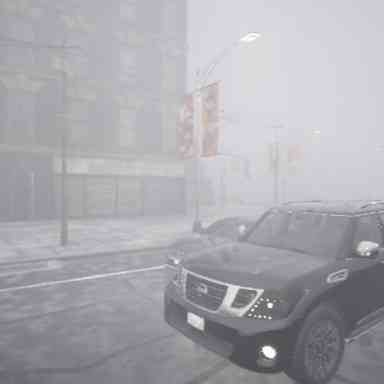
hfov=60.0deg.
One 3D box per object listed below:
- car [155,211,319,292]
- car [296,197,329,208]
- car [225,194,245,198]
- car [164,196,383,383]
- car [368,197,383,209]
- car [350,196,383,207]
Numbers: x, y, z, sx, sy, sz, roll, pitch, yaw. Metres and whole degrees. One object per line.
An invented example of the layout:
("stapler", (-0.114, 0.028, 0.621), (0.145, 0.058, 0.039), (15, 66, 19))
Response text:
("car", (1.505, 1.442, 9.591), (4.892, 1.490, 1.837), (0, 1, -40))
("car", (15.775, 1.355, 43.954), (1.895, 1.301, 4.718), (0, 0, -12))
("car", (7.362, 1.114, 56.599), (1.882, 1.535, 5.008), (0, 0, -30))
("car", (2.237, 1.188, 5.661), (5.566, 2.045, 2.150), (0, 1, -38))
("car", (23.779, 1.361, 39.843), (2.033, 1.411, 5.357), (0, 0, -8))
("car", (25.335, 1.282, 48.177), (2.002, 1.452, 4.674), (0, 0, -15))
